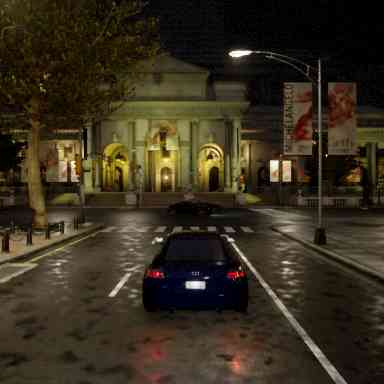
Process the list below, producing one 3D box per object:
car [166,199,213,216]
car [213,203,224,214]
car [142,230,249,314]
[{"bbox_3d":[-0.346,1.563,31.637,4.181,1.385,1.994,0,0,0],"label":"car"},{"bbox_3d":[0.867,1.491,35.129,4.902,1.511,2.128,0,0,0],"label":"car"},{"bbox_3d":[0.076,1.564,7.717,1.994,1.385,4.181,0,0,0],"label":"car"}]
